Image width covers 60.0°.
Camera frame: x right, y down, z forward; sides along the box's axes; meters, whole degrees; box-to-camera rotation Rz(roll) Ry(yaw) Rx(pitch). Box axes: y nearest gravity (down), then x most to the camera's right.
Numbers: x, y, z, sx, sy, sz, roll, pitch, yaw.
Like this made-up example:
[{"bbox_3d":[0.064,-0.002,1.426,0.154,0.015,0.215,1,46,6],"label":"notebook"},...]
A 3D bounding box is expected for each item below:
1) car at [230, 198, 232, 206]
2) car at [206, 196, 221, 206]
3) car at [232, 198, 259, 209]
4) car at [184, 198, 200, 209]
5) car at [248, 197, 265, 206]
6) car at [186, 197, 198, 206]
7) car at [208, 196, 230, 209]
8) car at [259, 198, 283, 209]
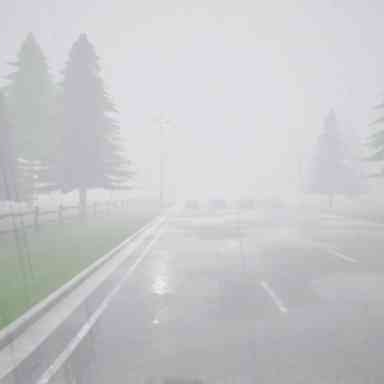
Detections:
[{"bbox_3d":[7.030,1.564,54.285,1.895,1.301,4.718,0,0,0],"label":"car"},{"bbox_3d":[3.530,1.455,54.257,2.128,1.511,4.902,0,0,0],"label":"car"},{"bbox_3d":[7.024,1.462,43.835,2.128,1.511,4.902,0,0,0],"label":"car"},{"bbox_3d":[0.024,1.462,43.839,2.128,1.511,4.902,0,0,0],"label":"car"},{"bbox_3d":[10.530,1.564,54.283,1.895,1.301,4.718,0,0,0],"label":"car"},{"bbox_3d":[0.030,1.564,54.289,1.895,1.301,4.718,0,0,0],"label":"car"},{"bbox_3d":[3.524,1.448,43.837,1.882,1.535,5.008,0,0,0],"label":"car"},{"bbox_3d":[10.524,1.517,43.833,2.033,1.411,5.357,0,0,0],"label":"car"}]
